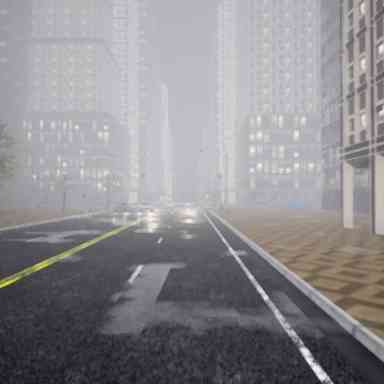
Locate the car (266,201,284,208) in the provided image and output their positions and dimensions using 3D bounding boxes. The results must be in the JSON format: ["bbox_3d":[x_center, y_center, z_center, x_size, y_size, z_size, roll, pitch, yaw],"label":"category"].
[{"bbox_3d":[17.116,2.430,65.311,4.829,1.417,1.752,0,-1,2],"label":"car"}]

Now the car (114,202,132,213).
[{"bbox_3d":[-9.759,2.144,47.152,1.812,1.442,4.674,0,-1,1],"label":"car"}]

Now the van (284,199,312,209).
[{"bbox_3d":[18.384,2.136,57.142,3.998,1.788,1.690,0,-1,2],"label":"van"}]

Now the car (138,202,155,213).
[{"bbox_3d":[-6.502,2.152,47.674,1.812,1.442,4.674,0,-1,1],"label":"car"}]

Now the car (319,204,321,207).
[{"bbox_3d":[26.950,2.486,64.821,4.206,1.307,1.802,0,-1,2],"label":"car"}]
